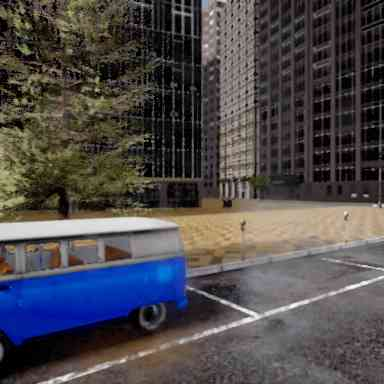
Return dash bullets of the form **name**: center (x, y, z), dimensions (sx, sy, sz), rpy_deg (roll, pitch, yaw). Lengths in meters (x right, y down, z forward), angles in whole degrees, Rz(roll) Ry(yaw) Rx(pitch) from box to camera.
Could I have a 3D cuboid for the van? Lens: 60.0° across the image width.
- **van**: center (-1.983, 1.337, 5.143), dimensions (3.998, 1.788, 1.690), rpy_deg (0, 0, -36)
